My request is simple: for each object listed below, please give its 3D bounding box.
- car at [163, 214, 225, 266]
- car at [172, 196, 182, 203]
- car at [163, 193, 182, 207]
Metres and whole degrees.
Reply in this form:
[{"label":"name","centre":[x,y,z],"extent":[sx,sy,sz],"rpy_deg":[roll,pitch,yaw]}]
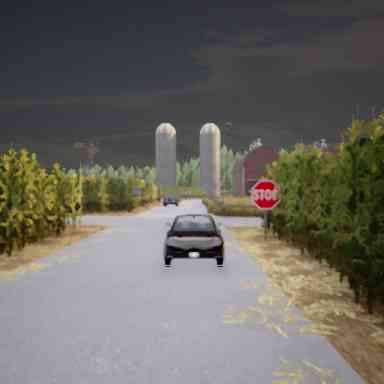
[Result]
[{"label":"car","centre":[0.069,1.513,11.630],"extent":[2.128,1.511,4.902],"rpy_deg":[0,0,0]},{"label":"car","centre":[-3.090,1.471,67.544],"extent":[1.812,1.442,4.674],"rpy_deg":[0,0,0]},{"label":"car","centre":[-3.165,1.189,50.324],"extent":[2.150,2.045,5.566],"rpy_deg":[0,0,0]}]
